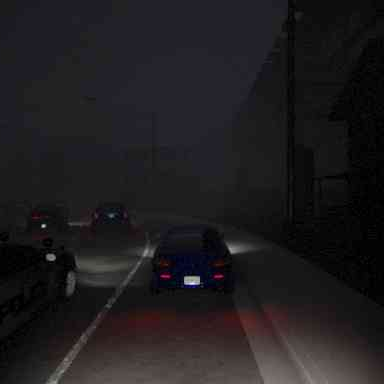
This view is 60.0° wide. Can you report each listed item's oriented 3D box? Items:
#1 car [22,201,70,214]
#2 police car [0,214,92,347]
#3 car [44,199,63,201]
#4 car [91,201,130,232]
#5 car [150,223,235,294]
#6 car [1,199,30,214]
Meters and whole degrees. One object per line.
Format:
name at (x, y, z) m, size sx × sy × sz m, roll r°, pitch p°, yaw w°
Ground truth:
car at (-8.487, 1.506, 19.815) m, size 1.837 × 1.490 × 4.892 m, roll 0°, pitch 0°, yaw -16°
police car at (-3.411, 1.425, 5.306) m, size 1.930 × 1.638 × 5.238 m, roll 0°, pitch 0°, yaw 0°
car at (-15.518, 1.506, 36.857) m, size 4.892 × 1.490 × 1.837 m, roll 1°, pitch 0°, yaw 42°
car at (-5.013, 1.351, 20.292) m, size 2.097 × 1.767 × 4.553 m, roll 0°, pitch 0°, yaw -16°
car at (0.003, 1.525, 8.650) m, size 1.812 × 1.442 × 4.674 m, roll 0°, pitch 0°, yaw 0°
car at (-18.149, 1.506, 34.536) m, size 4.892 × 1.490 × 1.837 m, roll 1°, pitch 0°, yaw 42°
